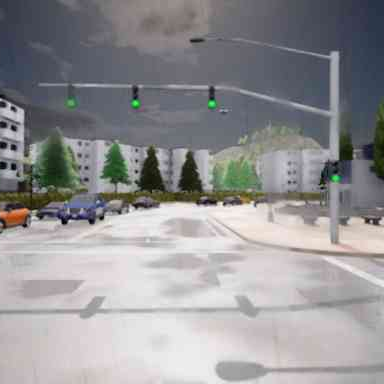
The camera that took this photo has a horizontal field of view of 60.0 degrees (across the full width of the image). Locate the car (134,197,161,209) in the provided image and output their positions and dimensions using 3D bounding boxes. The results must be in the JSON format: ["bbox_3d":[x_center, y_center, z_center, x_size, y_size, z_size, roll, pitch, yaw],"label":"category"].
[{"bbox_3d":[-5.861,1.564,43.637,1.895,1.301,4.718,0,0,18],"label":"car"}]

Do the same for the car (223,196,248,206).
[{"bbox_3d":[6.633,1.479,53.018,1.837,1.490,4.892,0,0,35],"label":"car"}]

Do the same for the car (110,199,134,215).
[{"bbox_3d":[-7.629,1.493,33.818,1.812,1.442,4.674,0,0,4],"label":"car"}]

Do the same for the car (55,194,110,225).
[{"bbox_3d":[-7.800,1.195,24.307,2.150,2.045,5.566,0,0,-4],"label":"car"}]

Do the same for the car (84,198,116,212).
[{"bbox_3d":[-10.598,1.486,38.653,1.812,1.442,4.674,0,0,10],"label":"car"}]

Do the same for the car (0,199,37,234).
[{"bbox_3d":[-11.097,1.325,18.928,2.097,1.767,4.553,0,0,-1],"label":"car"}]

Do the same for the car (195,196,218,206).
[{"bbox_3d":[2.424,1.446,53.023,1.882,1.535,5.008,0,0,32],"label":"car"}]

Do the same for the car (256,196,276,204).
[{"bbox_3d":[13.390,1.470,60.667,4.902,1.511,2.128,0,0,-38],"label":"car"}]

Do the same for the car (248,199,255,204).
[{"bbox_3d":[8.712,1.449,61.218,5.008,1.535,1.882,0,0,-41],"label":"car"}]

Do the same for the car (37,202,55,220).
[{"bbox_3d":[-11.334,1.513,28.398,2.033,1.411,5.357,0,0,-1],"label":"car"}]

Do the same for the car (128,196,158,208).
[{"bbox_3d":[-7.309,1.450,49.829,2.128,1.511,4.902,0,0,24],"label":"car"}]
